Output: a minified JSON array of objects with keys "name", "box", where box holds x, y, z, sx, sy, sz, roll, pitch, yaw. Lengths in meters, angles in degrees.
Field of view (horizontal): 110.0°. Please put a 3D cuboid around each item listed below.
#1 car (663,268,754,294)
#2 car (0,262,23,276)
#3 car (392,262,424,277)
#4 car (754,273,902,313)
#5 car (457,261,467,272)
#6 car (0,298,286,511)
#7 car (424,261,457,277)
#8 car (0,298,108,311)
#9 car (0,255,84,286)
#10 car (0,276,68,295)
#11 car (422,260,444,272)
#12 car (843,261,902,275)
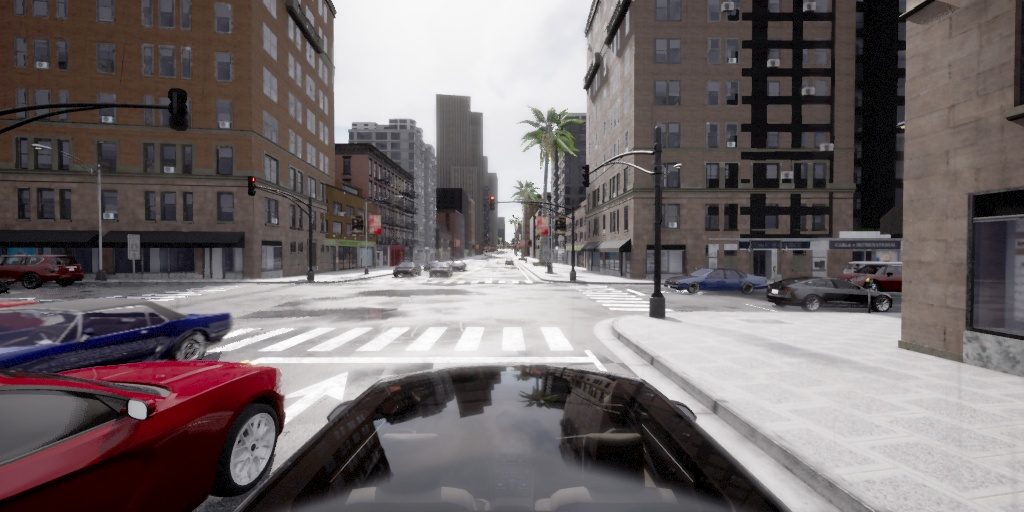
[{"name":"car","box":[11.705,1.400,20.659,5.357,1.411,2.033,0,1,0]},{"name":"car","box":[-24.034,1.126,14.575,4.892,1.490,1.837,1,1,-9]},{"name":"car","box":[-10.138,1.290,35.142,2.033,1.411,5.357,0,0,-4]},{"name":"car","box":[12.863,1.513,14.713,4.313,1.339,1.948,0,0,0]},{"name":"car","box":[-6.929,1.302,46.033,1.994,1.385,4.181,0,0,0]},{"name":"car","box":[-3.144,1.228,1.475,1.882,1.535,5.008,0,0,1]},{"name":"car","box":[-6.874,1.290,35.145,2.033,1.411,5.357,0,0,-4]},{"name":"car","box":[-6.617,1.349,5.059,1.895,1.301,4.718,0,0,-1]},{"name":"car","box":[-27.279,0.836,19.909,5.009,1.841,2.192,0,0,-9]},{"name":"car","box":[-9.869,1.226,4.675,1.882,1.535,5.008,0,0,0]},{"name":"car","box":[-10.183,1.300,46.677,1.994,1.385,4.181,0,0,0]},{"name":"car","box":[21.175,1.279,20.669,4.553,1.767,2.097,0,1,0]}]
